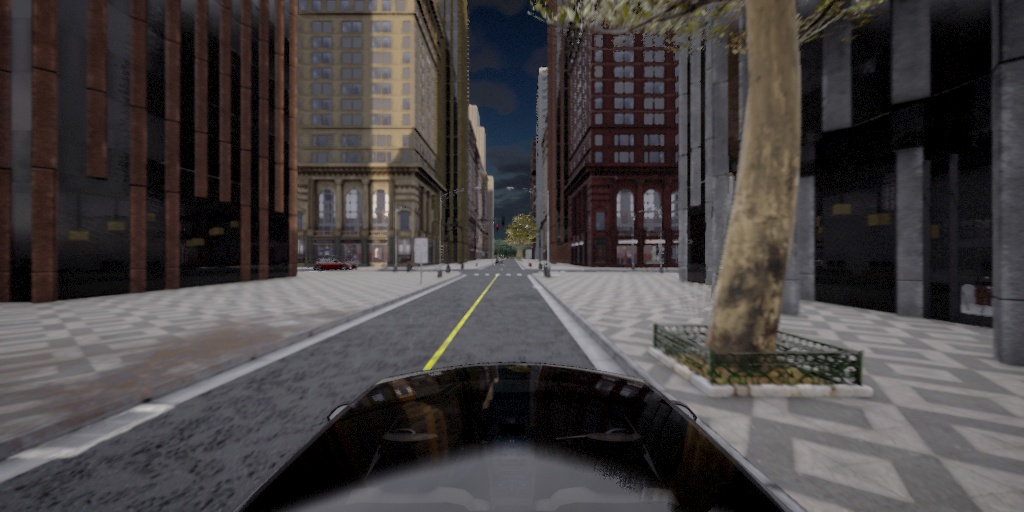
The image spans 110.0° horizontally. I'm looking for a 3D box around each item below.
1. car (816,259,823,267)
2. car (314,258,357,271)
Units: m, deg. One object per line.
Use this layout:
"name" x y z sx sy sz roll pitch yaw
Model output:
"car" 39.981 1.216 46.008 4.553 1.767 2.097 0 0 1
"car" -21.081 0.987 42.983 4.553 1.767 2.097 0 0 0
